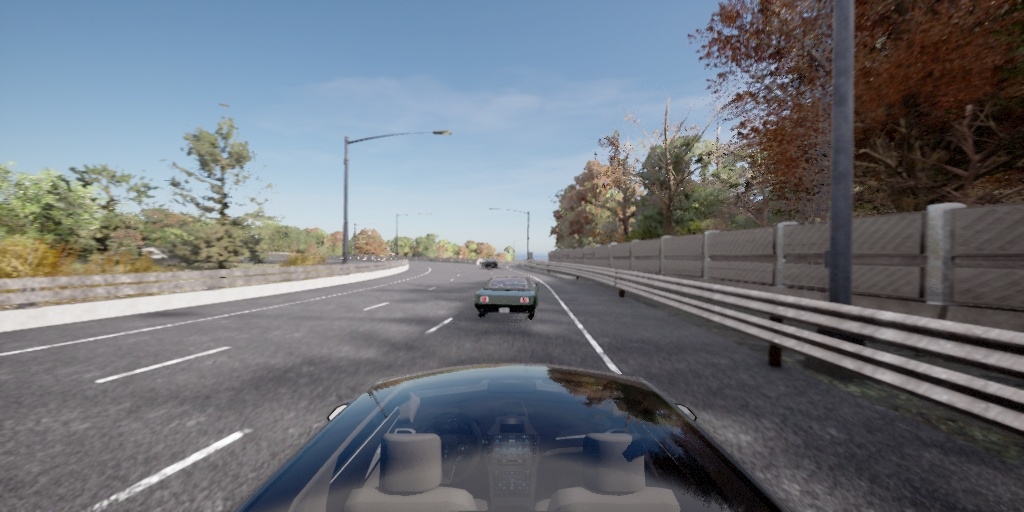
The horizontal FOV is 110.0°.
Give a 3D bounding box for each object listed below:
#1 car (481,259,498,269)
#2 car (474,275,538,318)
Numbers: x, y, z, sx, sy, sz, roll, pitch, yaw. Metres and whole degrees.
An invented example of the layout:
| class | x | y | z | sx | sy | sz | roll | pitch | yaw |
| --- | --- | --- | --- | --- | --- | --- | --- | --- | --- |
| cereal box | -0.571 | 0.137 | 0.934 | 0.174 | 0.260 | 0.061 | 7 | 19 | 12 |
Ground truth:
| class | x | y | z | sx | sy | sz | roll | pitch | yaw |
| --- | --- | --- | --- | --- | --- | --- | --- | --- | --- |
| car | -3.467 | 1.136 | 53.884 | 1.882 | 1.535 | 5.008 | 1 | 0 | -15 |
| car | -0.015 | 1.338 | 12.903 | 1.895 | 1.301 | 4.718 | 1 | 0 | 5 |
